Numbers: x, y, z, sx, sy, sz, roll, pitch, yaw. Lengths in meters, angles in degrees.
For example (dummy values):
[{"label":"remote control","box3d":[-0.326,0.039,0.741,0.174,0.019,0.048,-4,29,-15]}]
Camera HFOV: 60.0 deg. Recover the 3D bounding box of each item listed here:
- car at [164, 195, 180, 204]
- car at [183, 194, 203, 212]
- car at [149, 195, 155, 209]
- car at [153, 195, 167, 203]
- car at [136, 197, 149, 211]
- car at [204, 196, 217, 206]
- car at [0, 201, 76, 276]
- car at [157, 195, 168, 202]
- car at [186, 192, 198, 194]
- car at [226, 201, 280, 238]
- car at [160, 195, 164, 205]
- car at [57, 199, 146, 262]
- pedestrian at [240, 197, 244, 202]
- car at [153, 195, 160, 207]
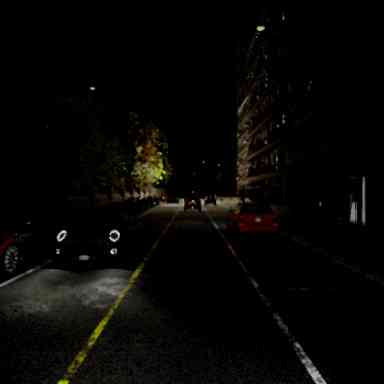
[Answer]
[{"label":"car","box3d":[-3.057,1.290,54.186,1.994,1.385,4.181,0,0,0]},{"label":"car","box3d":[0.065,1.318,36.161,1.837,1.490,4.892,0,0,0]},{"label":"car","box3d":[-5.678,1.385,38.043,1.802,1.307,4.206,0,0,0]},{"label":"car","box3d":[-5.751,1.249,60.195,2.008,1.369,4.403,0,0,0]},{"label":"car","box3d":[-5.679,1.271,32.503,1.967,1.590,4.097,0,0,0]},{"label":"car","box3d":[2.704,1.301,49.120,2.008,1.369,4.403,0,0,0]},{"label":"car","box3d":[-5.683,1.259,10.348,2.192,1.841,5.009,0,0,0]},{"label":"car","box3d":[-5.801,1.218,65.735,1.887,1.381,4.507,0,0,0]},{"label":"car","box3d":[0.023,0.983,47.368,2.150,2.045,5.566,0,1,0]},{"label":"car","box3d":[3.004,1.259,17.216,2.097,1.767,4.553,0,0,0]},{"label":"car","box3d":[-5.676,1.191,49.119,1.967,1.590,4.097,0,0,0]},{"label":"car","box3d":[-3.097,1.288,11.791,2.097,1.767,4.553,0,0,0]},{"label":"pedestrian","box3d":[3.005,1.187,20.026,0.375,1.860,0.375,0,0,-5]},{"label":"car","box3d":[-5.677,1.303,43.411,1.752,1.417,4.829,0,0,0]}]
